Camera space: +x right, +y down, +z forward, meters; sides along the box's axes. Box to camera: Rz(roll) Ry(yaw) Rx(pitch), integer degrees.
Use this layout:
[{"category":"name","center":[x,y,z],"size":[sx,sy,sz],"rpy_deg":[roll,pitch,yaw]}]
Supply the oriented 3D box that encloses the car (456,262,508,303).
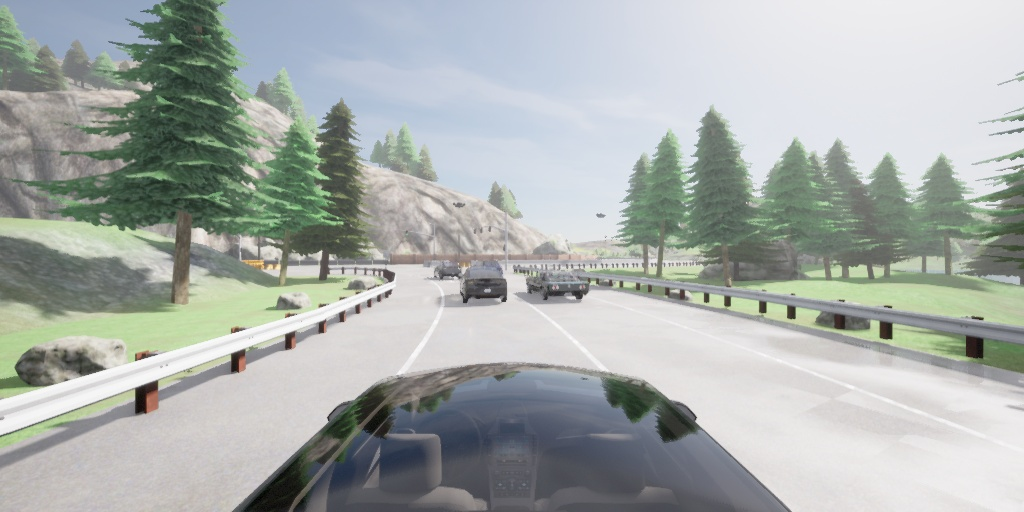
[{"category":"car","center":[-1.435,1.234,16.782],"size":[1.882,1.535,5.008],"rpy_deg":[0,0,-11]}]

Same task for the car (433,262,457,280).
[{"category":"car","center":[-5.675,1.244,31.487],"size":[2.128,1.511,4.902],"rpy_deg":[0,0,-21]}]

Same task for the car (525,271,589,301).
[{"category":"car","center":[1.998,1.365,17.463],"size":[1.895,1.301,4.718],"rpy_deg":[0,0,-11]}]

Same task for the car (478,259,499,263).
[{"category":"car","center":[-2.406,1.115,32.738],"size":[2.097,1.767,4.553],"rpy_deg":[0,0,-21]}]
